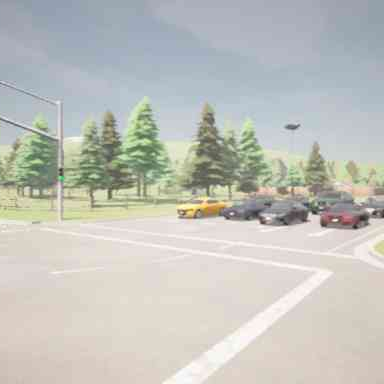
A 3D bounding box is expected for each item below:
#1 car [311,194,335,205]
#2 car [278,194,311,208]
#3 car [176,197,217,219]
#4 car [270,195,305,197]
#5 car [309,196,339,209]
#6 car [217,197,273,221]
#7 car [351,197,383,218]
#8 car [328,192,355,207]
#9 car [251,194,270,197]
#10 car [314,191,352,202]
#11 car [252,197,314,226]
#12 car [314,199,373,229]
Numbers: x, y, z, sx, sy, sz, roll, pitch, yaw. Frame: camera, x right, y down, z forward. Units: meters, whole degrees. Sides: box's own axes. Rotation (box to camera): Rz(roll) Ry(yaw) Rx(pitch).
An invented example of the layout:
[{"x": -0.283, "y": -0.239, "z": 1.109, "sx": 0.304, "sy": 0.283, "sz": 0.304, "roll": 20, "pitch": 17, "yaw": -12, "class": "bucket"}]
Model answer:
[{"x": 19.121, "y": 1.028, "z": 48.405, "sx": 1.812, "sy": 1.442, "sz": 4.674, "roll": 0, "pitch": 1, "yaw": 40, "class": "car"}, {"x": 12.549, "y": 1.077, "z": 40.499, "sx": 2.128, "sy": 1.511, "sz": 4.902, "roll": 0, "pitch": 1, "yaw": 40, "class": "car"}, {"x": 0.801, "y": 1.211, "z": 26.308, "sx": 1.882, "sy": 1.535, "sz": 5.008, "roll": 0, "pitch": 1, "yaw": 40, "class": "car"}, {"x": 9.528, "y": 1.183, "z": 31.365, "sx": 1.837, "sy": 1.490, "sz": 4.892, "roll": 0, "pitch": 1, "yaw": 40, "class": "car"}, {"x": 15.197, "y": 1.171, "z": 38.218, "sx": 1.994, "sy": 1.385, "sz": 4.181, "roll": 0, "pitch": 1, "yaw": 39, "class": "car"}, {"x": 4.055, "y": 1.311, "z": 24.741, "sx": 1.994, "sy": 1.385, "sz": 4.181, "roll": 0, "pitch": 1, "yaw": 40, "class": "car"}, {"x": 14.865, "y": 1.213, "z": 26.835, "sx": 2.128, "sy": 1.511, "sz": 4.902, "roll": 0, "pitch": 1, "yaw": 40, "class": "car"}, {"x": 19.667, "y": 0.903, "z": 43.593, "sx": 2.097, "sy": 1.767, "sz": 4.553, "roll": 0, "pitch": 1, "yaw": 40, "class": "car"}, {"x": 6.716, "y": 1.011, "z": 33.456, "sx": 2.097, "sy": 1.767, "sz": 4.553, "roll": 0, "pitch": 1, "yaw": 40, "class": "car"}, {"x": 12.243, "y": 0.921, "z": 29.153, "sx": 2.150, "sy": 2.045, "sz": 5.566, "roll": 0, "pitch": 1, "yaw": 40, "class": "car"}, {"x": 6.057, "y": 1.303, "z": 21.680, "sx": 1.812, "sy": 1.442, "sz": 4.674, "roll": 0, "pitch": 1, "yaw": 40, "class": "car"}, {"x": 9.178, "y": 1.357, "z": 19.965, "sx": 1.994, "sy": 1.385, "sz": 4.181, "roll": 0, "pitch": 1, "yaw": 39, "class": "car"}]
